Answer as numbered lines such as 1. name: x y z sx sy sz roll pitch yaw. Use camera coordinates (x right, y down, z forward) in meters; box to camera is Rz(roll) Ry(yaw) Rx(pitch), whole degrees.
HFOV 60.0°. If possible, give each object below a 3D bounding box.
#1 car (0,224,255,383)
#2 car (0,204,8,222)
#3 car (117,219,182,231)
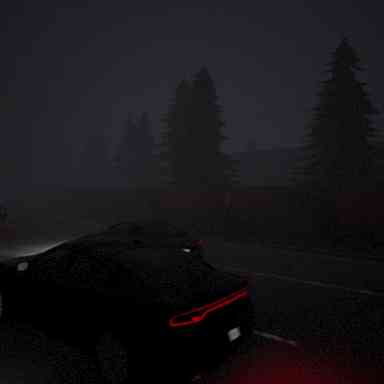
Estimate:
1. car: -1.459 1.453 5.348 5.008 1.535 1.882 1 0 38
2. car: -14.696 1.417 23.992 1.895 1.301 4.718 0 0 -37
3. car: -1.661 1.525 10.089 4.181 1.385 1.994 1 0 41
